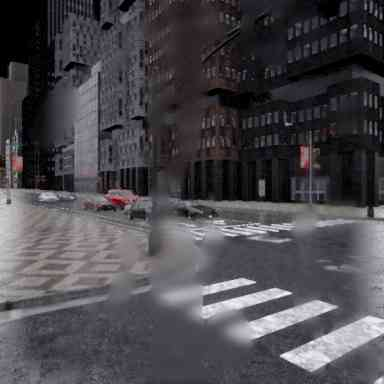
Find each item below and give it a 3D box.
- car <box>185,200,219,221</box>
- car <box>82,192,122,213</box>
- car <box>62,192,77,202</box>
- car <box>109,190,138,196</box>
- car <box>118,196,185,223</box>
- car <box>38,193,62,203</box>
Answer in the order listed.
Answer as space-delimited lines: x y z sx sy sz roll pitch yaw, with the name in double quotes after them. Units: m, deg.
-0.393 1.279 25.095 2.033 1.411 5.357 0 1 -39 "car"
-8.706 1.076 31.066 1.882 1.535 5.008 0 1 -36 "car"
-19.083 0.758 51.002 2.128 1.511 4.902 0 1 -36 "car"
-6.989 0.792 34.233 2.150 2.045 5.566 0 1 -36 "car"
-2.998 1.283 23.236 2.033 1.411 5.357 0 1 -35 "car"
-20.460 0.827 47.335 1.812 1.442 4.674 0 1 -35 "car"
